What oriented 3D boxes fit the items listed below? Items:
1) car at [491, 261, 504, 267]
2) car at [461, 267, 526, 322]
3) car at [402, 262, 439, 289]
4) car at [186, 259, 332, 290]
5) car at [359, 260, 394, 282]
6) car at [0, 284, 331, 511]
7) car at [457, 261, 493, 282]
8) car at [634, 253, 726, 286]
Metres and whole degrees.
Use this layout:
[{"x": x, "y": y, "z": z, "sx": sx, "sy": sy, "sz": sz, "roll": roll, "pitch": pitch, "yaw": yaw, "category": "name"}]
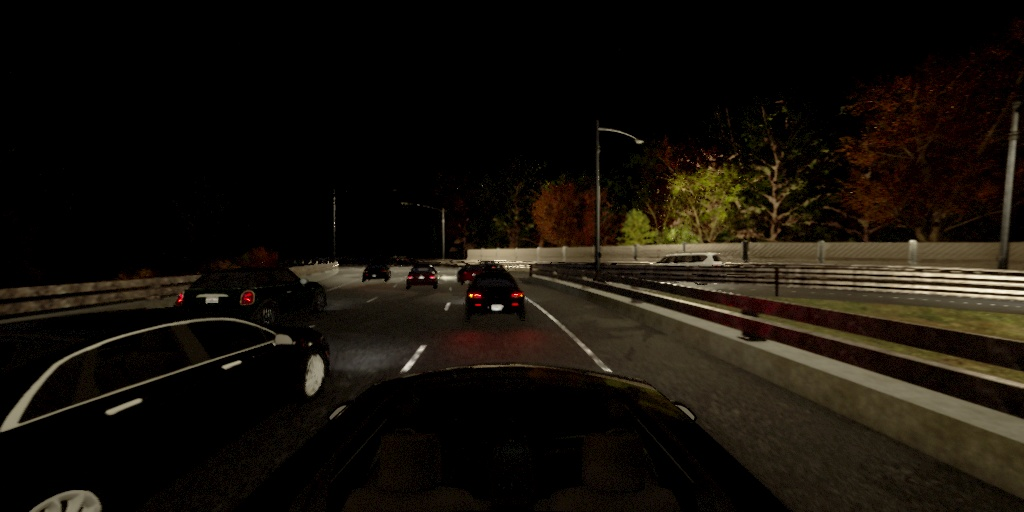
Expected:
[{"x": -2.936, "y": 1.188, "z": 38.238, "sx": 2.033, "sy": 1.411, "sz": 5.357, "roll": 0, "pitch": 0, "yaw": -39, "category": "car"}, {"x": -0.622, "y": 1.255, "z": 12.177, "sx": 1.812, "sy": 1.442, "sz": 4.674, "roll": 0, "pitch": 0, "yaw": -5, "category": "car"}, {"x": -5.680, "y": 1.272, "z": 22.872, "sx": 2.033, "sy": 1.411, "sz": 5.357, "roll": 0, "pitch": 0, "yaw": -12, "category": "car"}, {"x": -7.546, "y": 1.110, "z": 10.927, "sx": 2.097, "sy": 1.767, "sz": 4.553, "roll": 0, "pitch": 0, "yaw": -5, "category": "car"}, {"x": -10.685, "y": 1.257, "z": 28.474, "sx": 1.812, "sy": 1.442, "sz": 4.674, "roll": 0, "pitch": 0, "yaw": -15, "category": "car"}, {"x": -3.580, "y": 1.266, "z": 3.417, "sx": 1.837, "sy": 1.490, "sz": 4.892, "roll": 0, "pitch": 1, "yaw": -1, "category": "car"}, {"x": -2.897, "y": 1.269, "z": 26.074, "sx": 1.994, "sy": 1.385, "sz": 4.181, "roll": 0, "pitch": 0, "yaw": -13, "category": "car"}, {"x": 11.200, "y": 0.857, "z": 24.260, "sx": 5.566, "sy": 2.045, "sz": 2.150, "roll": -2, "pitch": -1, "yaw": 39, "category": "car"}]
